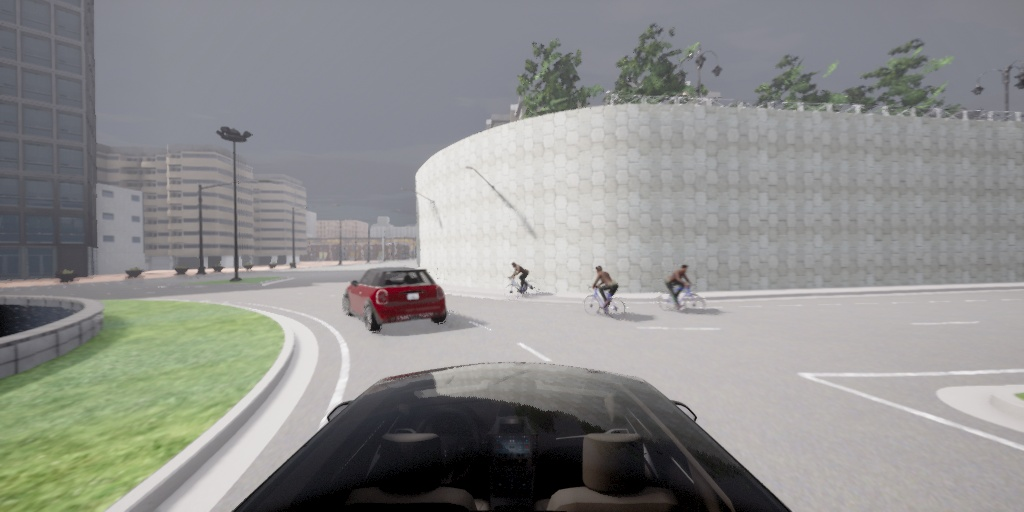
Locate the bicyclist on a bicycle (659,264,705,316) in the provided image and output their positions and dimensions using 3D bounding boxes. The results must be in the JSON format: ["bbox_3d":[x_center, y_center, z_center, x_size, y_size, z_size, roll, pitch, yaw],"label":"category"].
[{"bbox_3d":[5.492,1.078,11.705,0.582,1.620,1.656,-1,1,-31],"label":"bicyclist on a bicycle"}]

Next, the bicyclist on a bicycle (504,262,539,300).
[{"bbox_3d":[0.348,1.050,15.885,1.656,1.620,0.582,-10,0,-13],"label":"bicyclist on a bicycle"}]

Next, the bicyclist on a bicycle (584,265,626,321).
[{"bbox_3d":[2.797,1.117,10.997,0.582,1.620,1.656,-1,0,-35],"label":"bicyclist on a bicycle"}]

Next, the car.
[{"bbox_3d":[-3.820,1.100,11.257,2.097,1.767,4.553,-1,1,-34],"label":"car"}]
